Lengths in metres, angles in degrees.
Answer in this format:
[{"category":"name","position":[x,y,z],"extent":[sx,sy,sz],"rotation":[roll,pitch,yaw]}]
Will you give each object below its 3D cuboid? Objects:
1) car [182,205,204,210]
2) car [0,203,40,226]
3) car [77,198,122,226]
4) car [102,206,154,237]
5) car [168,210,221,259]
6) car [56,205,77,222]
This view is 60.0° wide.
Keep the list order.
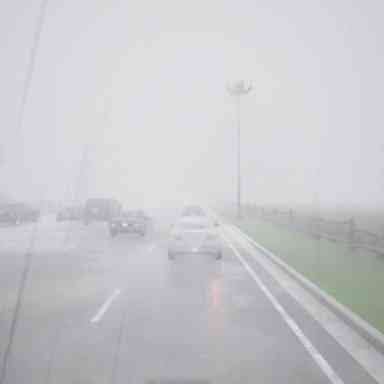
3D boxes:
[{"category":"car","position":[0.093,1.886,29.956],"extent":[1.994,1.385,4.181],"rotation":[0,-1,0]},{"category":"car","position":[-13.909,1.634,26.302],"extent":[2.097,1.767,4.553],"rotation":[0,-1,0]},{"category":"car","position":[-6.906,1.507,26.381],"extent":[2.150,2.045,5.566],"rotation":[0,0,0]},{"category":"car","position":[-3.419,1.758,19.504],"extent":[2.033,1.411,5.357],"rotation":[0,-1,0]},{"category":"car","position":[0.092,1.667,13.076],"extent":[1.812,1.442,4.674],"rotation":[0,0,0]},{"category":"car","position":[-10.407,1.883,29.631],"extent":[1.994,1.385,4.181],"rotation":[0,-1,0]}]
